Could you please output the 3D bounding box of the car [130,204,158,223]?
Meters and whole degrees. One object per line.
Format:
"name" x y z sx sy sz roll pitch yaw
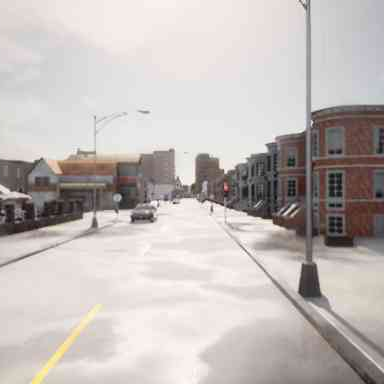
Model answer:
"car" -4.020 1.781 28.475 1.837 1.490 4.892 0 -1 0

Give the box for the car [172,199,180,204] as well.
"car" -4.008 2.573 83.992 1.994 1.385 4.181 0 -1 0
